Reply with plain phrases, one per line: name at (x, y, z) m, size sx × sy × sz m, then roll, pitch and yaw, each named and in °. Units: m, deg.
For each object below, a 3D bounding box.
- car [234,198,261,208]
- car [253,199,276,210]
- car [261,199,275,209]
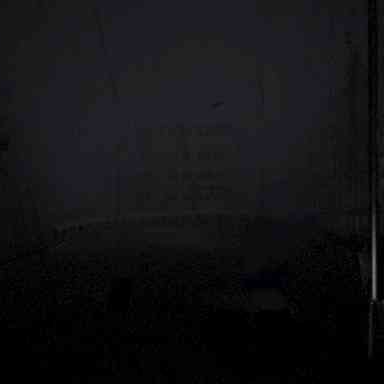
car at (8.283, 1.669, 50.860) m, size 3.633 × 1.501 × 1.845 m, roll 0°, pitch 0°, yaw 11°
car at (11.081, 1.903, 50.518) m, size 2.038 × 1.542 × 4.974 m, roll 0°, pitch 0°, yaw 30°
car at (11.055, 1.745, 50.474) m, size 1.853 × 1.218 × 4.536 m, roll 0°, pitch 0°, yaw 30°
